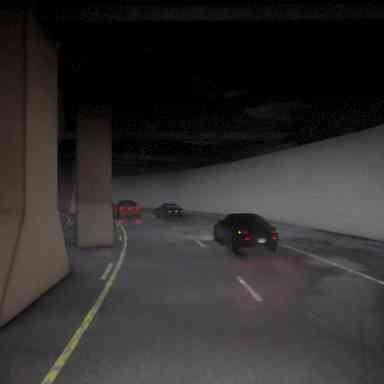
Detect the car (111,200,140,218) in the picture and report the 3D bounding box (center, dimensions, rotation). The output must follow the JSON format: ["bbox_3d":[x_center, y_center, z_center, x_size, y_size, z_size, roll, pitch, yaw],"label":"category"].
[{"bbox_3d":[-6.589,1.614,33.077,2.097,1.767,4.553,0,0,-21],"label":"car"}]

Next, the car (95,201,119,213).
[{"bbox_3d":[-10.875,1.861,42.260,1.812,1.442,4.674,0,0,-29],"label":"car"}]

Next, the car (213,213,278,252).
[{"bbox_3d":[2.199,1.638,14.459,1.812,1.442,4.674,0,-1,-9],"label":"car"}]

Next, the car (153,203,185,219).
[{"bbox_3d":[-2.253,1.796,31.695,2.033,1.411,5.357,0,0,-20],"label":"car"}]
